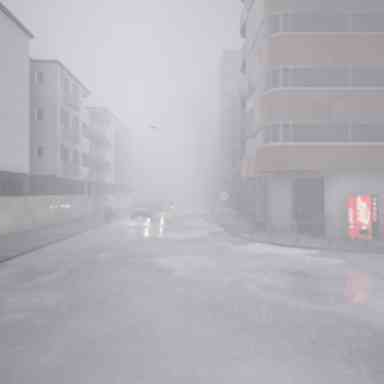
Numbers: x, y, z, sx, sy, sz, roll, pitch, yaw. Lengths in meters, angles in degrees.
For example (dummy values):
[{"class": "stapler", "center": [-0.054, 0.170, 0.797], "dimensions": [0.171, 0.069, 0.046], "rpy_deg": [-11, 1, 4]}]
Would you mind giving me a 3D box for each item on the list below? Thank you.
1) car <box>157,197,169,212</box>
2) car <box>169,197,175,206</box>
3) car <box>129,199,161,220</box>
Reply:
[{"class": "car", "center": [-4.122, 1.573, 40.078], "dimensions": [1.837, 1.490, 4.892], "rpy_deg": [0, 2, 0]}, {"class": "car", "center": [-4.042, 1.592, 57.641], "dimensions": [1.882, 1.535, 5.008], "rpy_deg": [0, 0, 0]}, {"class": "car", "center": [-4.134, 1.600, 28.909], "dimensions": [2.033, 1.411, 5.357], "rpy_deg": [0, 0, -1]}]
